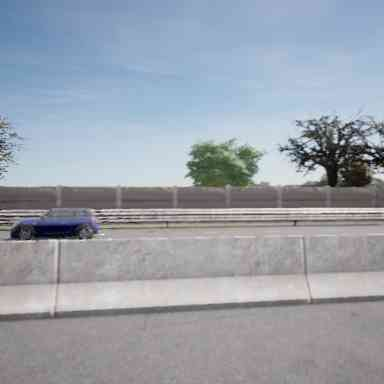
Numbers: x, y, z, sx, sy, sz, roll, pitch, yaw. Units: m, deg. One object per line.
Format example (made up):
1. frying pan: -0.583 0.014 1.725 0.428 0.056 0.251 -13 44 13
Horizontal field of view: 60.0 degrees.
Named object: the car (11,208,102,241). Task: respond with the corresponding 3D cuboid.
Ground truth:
1. car: -7.375 1.671 18.351 4.553 1.767 2.097 0 -1 -9
